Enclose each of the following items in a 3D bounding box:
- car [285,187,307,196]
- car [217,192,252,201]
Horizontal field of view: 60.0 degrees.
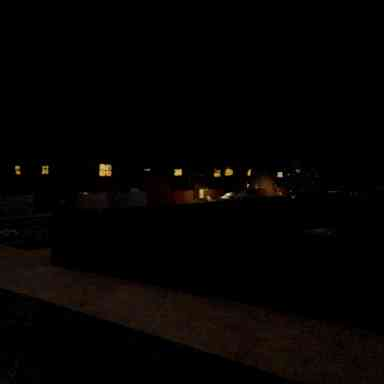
[{"bbox_3d":[14.680,0.111,46.671,1.837,1.490,4.892,1,2,39],"label":"car"},{"bbox_3d":[4.401,0.733,34.352,2.128,1.511,4.902,1,2,40],"label":"car"}]
